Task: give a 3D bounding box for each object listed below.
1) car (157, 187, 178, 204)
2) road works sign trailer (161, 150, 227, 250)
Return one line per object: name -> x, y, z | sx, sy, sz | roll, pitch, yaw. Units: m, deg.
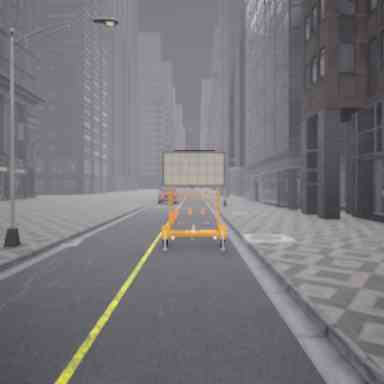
car -> -2.897, 0.390, 40.527 | 2.150, 2.045, 5.566 | 0, 1, 0
road works sign trailer -> 0.075, 0.185, 12.817 | 2.380, 3.560, 2.880 | 0, 1, 0
